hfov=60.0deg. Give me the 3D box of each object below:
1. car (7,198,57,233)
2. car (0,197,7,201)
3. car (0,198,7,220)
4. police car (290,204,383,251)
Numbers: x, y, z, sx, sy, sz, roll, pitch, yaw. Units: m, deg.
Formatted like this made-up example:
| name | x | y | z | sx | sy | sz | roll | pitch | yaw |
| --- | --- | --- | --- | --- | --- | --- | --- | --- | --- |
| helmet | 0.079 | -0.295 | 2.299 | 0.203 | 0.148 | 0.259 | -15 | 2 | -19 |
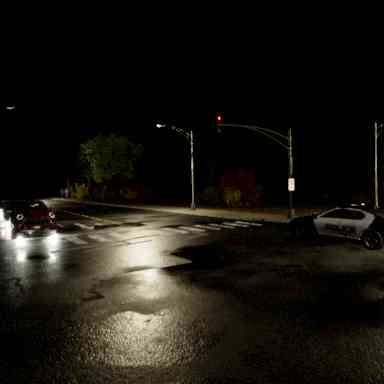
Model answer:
| name | x | y | z | sx | sy | sz | roll | pitch | yaw |
| --- | --- | --- | --- | --- | --- | --- | --- | --- | --- |
| car | -9.451 | 1.304 | 19.668 | 2.097 | 1.767 | 4.553 | -2 | 1 | -32 |
| car | -21.991 | 1.412 | 39.415 | 2.128 | 1.511 | 4.902 | -2 | 1 | -32 |
| car | -14.685 | 1.465 | 27.926 | 1.812 | 1.442 | 4.674 | -2 | 1 | -33 |
| police car | 6.163 | 1.262 | 13.224 | 2.038 | 1.542 | 4.974 | -2 | 1 | -32 |
